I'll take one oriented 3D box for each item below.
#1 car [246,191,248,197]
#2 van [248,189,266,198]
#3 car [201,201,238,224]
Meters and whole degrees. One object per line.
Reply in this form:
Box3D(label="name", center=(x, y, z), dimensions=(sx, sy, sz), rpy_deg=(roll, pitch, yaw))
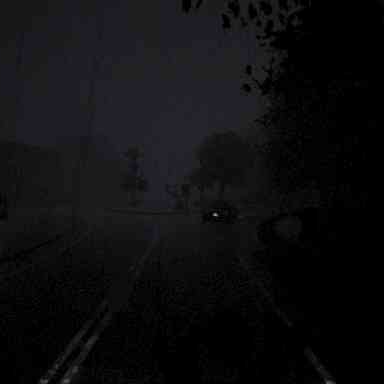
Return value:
Box3D(label="car", center=(18.369, 0.985, 92.592), dimensions=(4.792, 1.488, 2.163), rpy_deg=(0, 1, 1))
Box3D(label="van", center=(18.166, 0.800, 89.817), dimensions=(4.442, 1.987, 1.878), rpy_deg=(0, 1, 1))
Box3D(label="car", center=(1.966, 1.310, 22.879), dimensions=(1.994, 1.385, 4.181), rpy_deg=(0, 3, 14))
